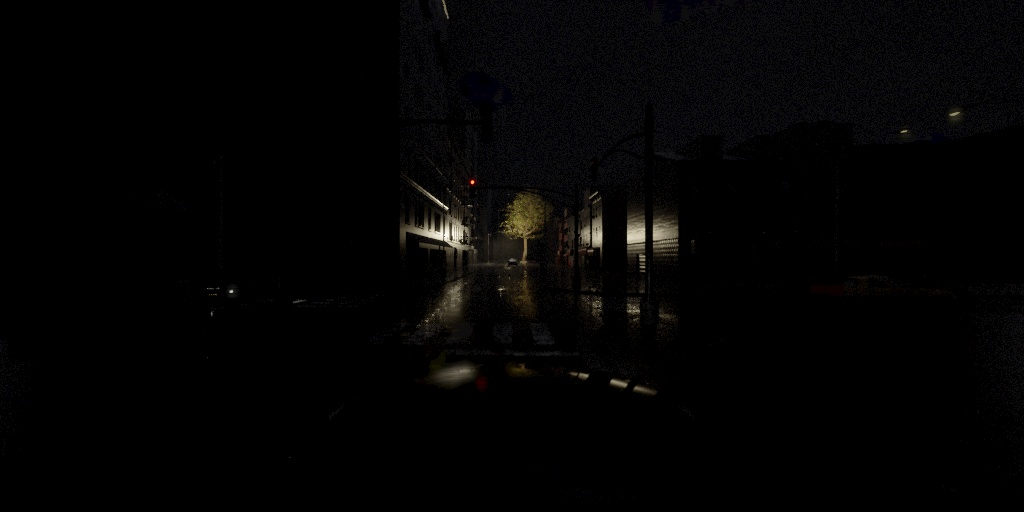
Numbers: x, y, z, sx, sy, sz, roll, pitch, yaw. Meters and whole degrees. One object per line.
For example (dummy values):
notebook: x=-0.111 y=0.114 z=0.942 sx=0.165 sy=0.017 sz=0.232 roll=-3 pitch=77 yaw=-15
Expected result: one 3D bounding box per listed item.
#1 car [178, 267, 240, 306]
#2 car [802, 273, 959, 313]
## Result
car: x=-13.764 y=1.177 z=14.499 sx=4.892 sy=1.490 sz=1.837 roll=0 pitch=0 yaw=0
car: x=13.898 y=1.346 z=13.625 sx=4.829 sy=1.417 sz=1.751 roll=0 pitch=0 yaw=0
